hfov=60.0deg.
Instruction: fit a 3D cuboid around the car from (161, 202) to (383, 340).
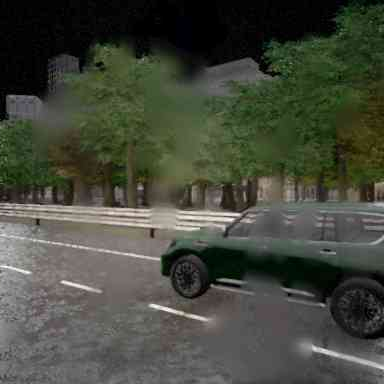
[{"bbox_3d":[1.934,1.223,6.791,5.566,2.045,2.150,0,0,36],"label":"car"}]
